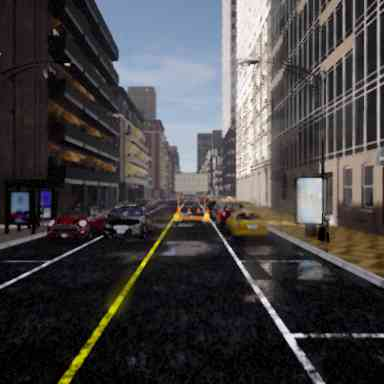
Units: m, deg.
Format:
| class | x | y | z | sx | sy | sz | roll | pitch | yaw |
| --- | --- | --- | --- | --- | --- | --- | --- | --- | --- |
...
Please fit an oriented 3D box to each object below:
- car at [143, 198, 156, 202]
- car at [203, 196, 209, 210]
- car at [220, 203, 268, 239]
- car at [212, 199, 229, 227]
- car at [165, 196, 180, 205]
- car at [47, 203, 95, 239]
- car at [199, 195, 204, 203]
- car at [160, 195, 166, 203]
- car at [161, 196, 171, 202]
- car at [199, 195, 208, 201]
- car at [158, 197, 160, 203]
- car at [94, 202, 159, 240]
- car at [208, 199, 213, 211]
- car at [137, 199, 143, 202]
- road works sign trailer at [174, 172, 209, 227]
| class | x | y | z | sx | sy | sz | roll | pitch | yaw |
| --- | --- | --- | --- | --- | --- | --- | --- | --- | --- |
| car | -5.734 | 1.533 | 39.476 | 1.947 | 1.339 | 4.313 | 0 | 0 | 0 |
| car | 2.647 | 1.532 | 39.486 | 1.947 | 1.339 | 4.313 | 0 | 0 | 0 |
| car | 2.671 | 1.509 | 17.061 | 1.752 | 1.417 | 4.829 | 0 | 0 | 0 |
| car | 2.665 | 1.419 | 22.539 | 1.967 | 1.590 | 4.097 | 0 | 0 | 0 |
| car | -3.101 | 1.507 | 59.294 | 2.033 | 1.411 | 5.357 | 0 | 0 | 1 |
| car | -5.709 | 1.424 | 16.883 | 1.967 | 1.590 | 4.097 | 0 | 0 | 0 |
| car | 2.617 | 1.502 | 67.728 | 1.887 | 1.381 | 4.507 | 0 | 0 | 0 |
| car | -5.764 | 1.397 | 67.719 | 1.967 | 1.590 | 4.097 | 0 | 0 | 0 |
| car | -5.770 | 1.538 | 73.367 | 1.802 | 1.307 | 4.206 | 0 | 0 | 0 |
| car | 2.604 | 1.506 | 79.025 | 2.008 | 1.369 | 4.403 | 0 | 0 | 0 |
| car | -5.740 | 1.489 | 44.955 | 1.752 | 1.417 | 4.829 | 0 | 0 | 0 |
| car | -3.119 | 1.475 | 17.002 | 2.128 | 1.511 | 4.902 | 0 | 0 | 0 |
| car | 2.659 | 1.525 | 28.189 | 2.008 | 1.369 | 4.403 | 0 | 0 | 0 |
| car | -5.722 | 1.525 | 28.179 | 2.008 | 1.369 | 4.403 | 0 | 0 | 0 |
| road works sign trailer | -0.025 | 0.443 | 22.694 | 2.380 | 3.560 | 2.880 | 0 | 0 | 0 |
